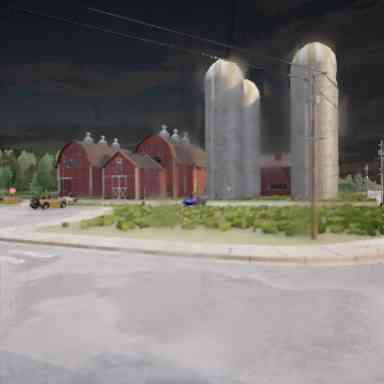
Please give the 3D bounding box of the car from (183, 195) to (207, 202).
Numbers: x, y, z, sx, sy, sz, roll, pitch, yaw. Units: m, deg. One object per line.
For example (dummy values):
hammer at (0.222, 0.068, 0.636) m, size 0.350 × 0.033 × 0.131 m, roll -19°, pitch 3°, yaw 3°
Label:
car at (0.490, 1.195, 47.590) m, size 2.242 × 1.667 × 4.611 m, roll 0°, pitch 0°, yaw 25°

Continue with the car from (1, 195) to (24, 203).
car at (-33.997, 1.351, 62.801) m, size 1.816 × 1.474 × 4.193 m, roll 0°, pitch 0°, yaw 25°

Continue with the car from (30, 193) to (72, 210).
car at (-17.779, 1.205, 41.393) m, size 1.932 × 1.855 × 4.605 m, roll 0°, pitch 0°, yaw 25°

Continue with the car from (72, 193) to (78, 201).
car at (-21.509, 1.108, 57.690) m, size 1.905 × 1.878 × 3.866 m, roll 0°, pitch 0°, yaw 25°
